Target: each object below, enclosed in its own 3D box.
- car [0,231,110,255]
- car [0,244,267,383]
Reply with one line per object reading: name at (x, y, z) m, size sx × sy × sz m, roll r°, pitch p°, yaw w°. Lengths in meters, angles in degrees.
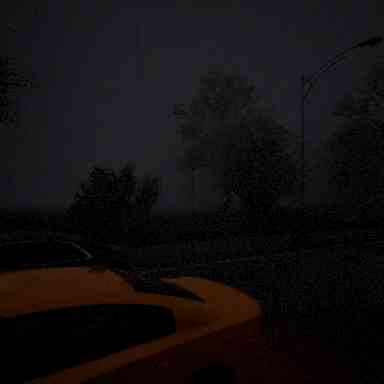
car at (-3.393, 1.487, 5.703) m, size 4.892 × 1.490 × 1.837 m, roll 0°, pitch 0°, yaw -35°
car at (-1.588, 1.469, 2.716) m, size 5.008 × 1.535 × 1.882 m, roll 0°, pitch 0°, yaw -35°
